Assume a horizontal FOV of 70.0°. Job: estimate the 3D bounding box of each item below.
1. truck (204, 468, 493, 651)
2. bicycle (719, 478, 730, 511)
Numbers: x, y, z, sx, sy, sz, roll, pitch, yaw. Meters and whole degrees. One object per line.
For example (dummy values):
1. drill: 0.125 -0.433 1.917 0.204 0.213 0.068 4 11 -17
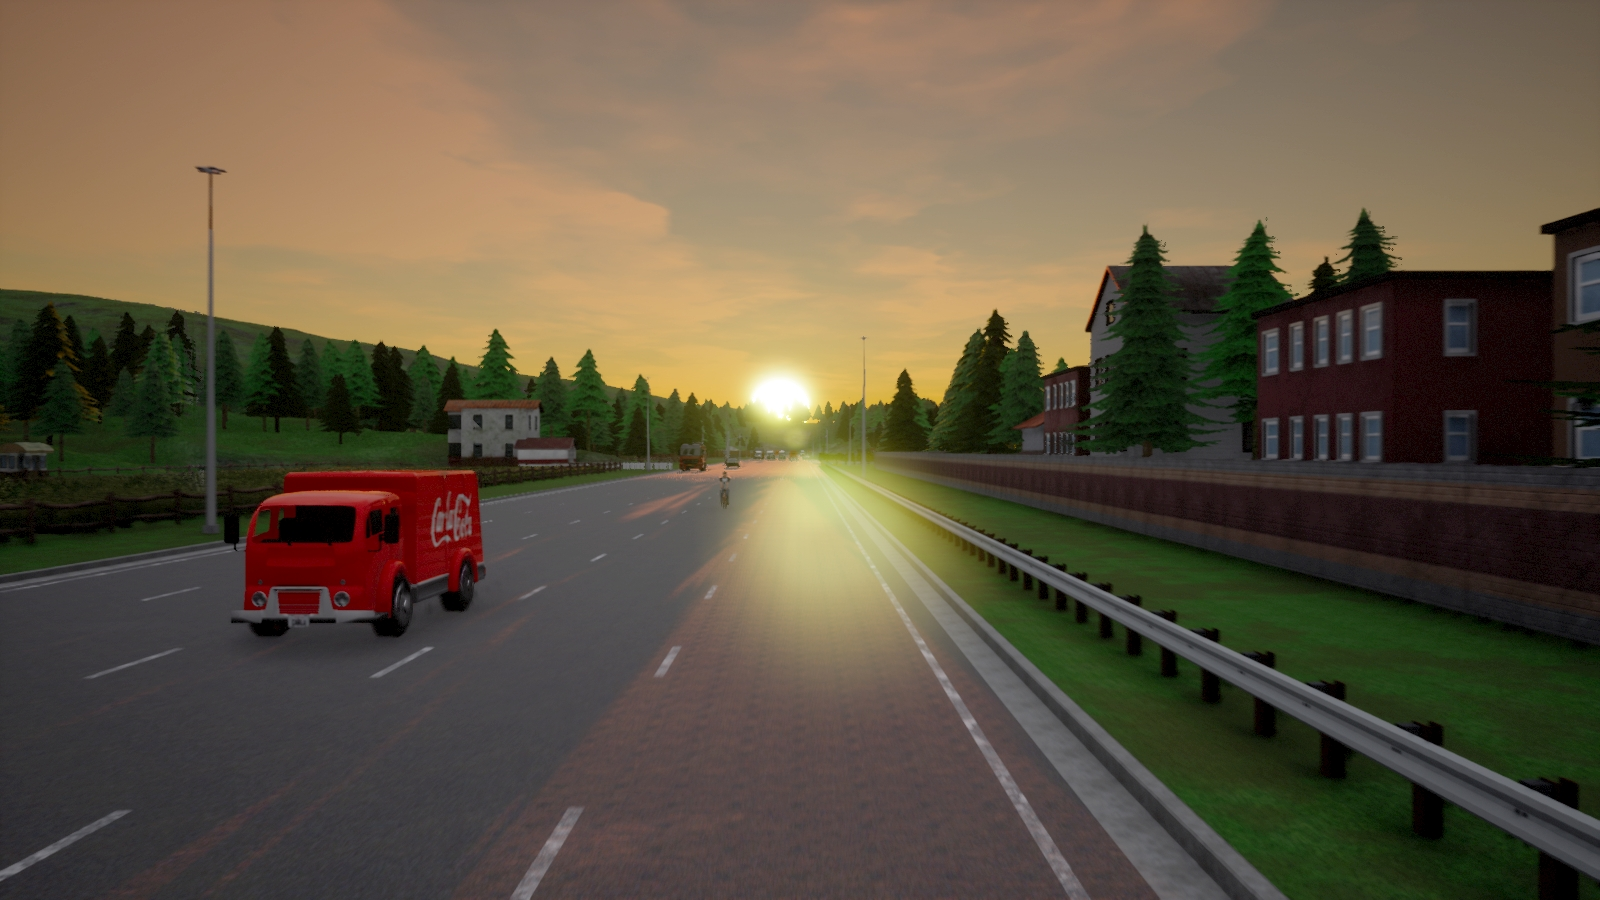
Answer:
1. truck: -6.997 1.568 18.542 2.627 2.467 5.204 0 0 0
2. bicycle: -3.497 2.055 53.052 0.373 1.496 1.643 0 0 0
